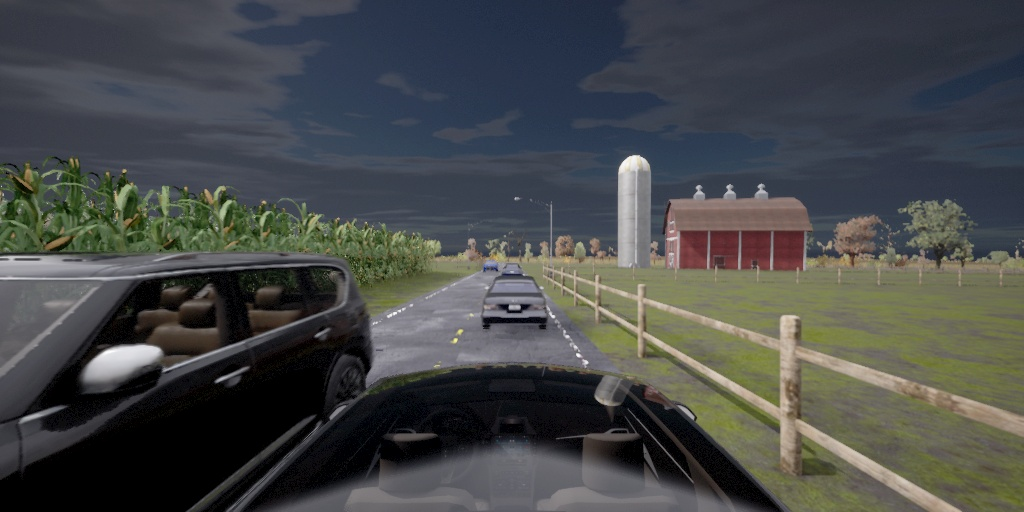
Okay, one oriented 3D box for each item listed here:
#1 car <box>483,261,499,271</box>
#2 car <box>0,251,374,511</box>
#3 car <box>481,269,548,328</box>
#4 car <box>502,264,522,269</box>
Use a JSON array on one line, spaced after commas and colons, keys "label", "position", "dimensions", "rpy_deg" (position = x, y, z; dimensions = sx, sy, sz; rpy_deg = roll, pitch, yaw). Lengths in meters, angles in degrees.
[{"label": "car", "position": [-2.855, 1.380, 48.880], "dimensions": [1.882, 1.535, 5.008], "rpy_deg": [0, 0, 0]}, {"label": "car", "position": [-2.849, 0.973, 2.433], "dimensions": [2.150, 2.045, 5.566], "rpy_deg": [0, 0, 0]}, {"label": "car", "position": [0.074, 1.324, 11.400], "dimensions": [2.033, 1.411, 5.357], "rpy_deg": [0, 0, 0]}, {"label": "car", "position": [0.032, 1.408, 34.032], "dimensions": [1.994, 1.385, 4.181], "rpy_deg": [0, 0, 0]}]
